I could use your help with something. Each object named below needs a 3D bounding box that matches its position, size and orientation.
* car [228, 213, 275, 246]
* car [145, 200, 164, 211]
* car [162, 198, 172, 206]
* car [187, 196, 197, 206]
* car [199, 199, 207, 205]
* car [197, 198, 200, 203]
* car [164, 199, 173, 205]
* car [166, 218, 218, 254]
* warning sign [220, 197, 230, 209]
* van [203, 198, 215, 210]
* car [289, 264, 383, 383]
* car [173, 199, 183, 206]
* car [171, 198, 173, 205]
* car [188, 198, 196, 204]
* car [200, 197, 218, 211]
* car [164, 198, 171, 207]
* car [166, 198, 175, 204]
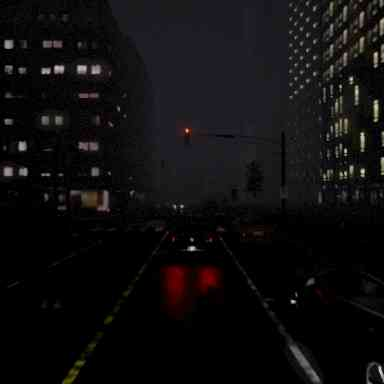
[{"bbox_3d":[2.694,1.685,15.921,1.752,1.417,4.829,0,-1,0],"label":"car"},{"bbox_3d":[-5.670,2.050,48.166,2.008,1.369,4.403,0,-1,0],"label":"car"},{"bbox_3d":[-5.658,2.256,75.799,1.967,1.590,4.097,0,-1,0],"label":"car"},{"bbox_3d":[0.037,2.018,74.889,2.150,2.045,5.566,0,-1,0],"label":"car"},{"bbox_3d":[2.725,2.426,81.320,1.887,1.381,4.507,0,-1,0],"label":"car"},{"bbox_3d":[2.719,2.066,70.269,2.192,1.841,5.009,0,-1,0],"label":"car"},{"bbox_3d":[-5.655,2.463,81.324,1.802,1.307,4.206,0,-1,0],"label":"car"},{"bbox_3d":[0.009,1.742,14.099,1.895,1.301,4.718,0,-1,0],"label":"car"},{"bbox_3d":[5.097,1.650,51.422,1.300,1.860,1.060,0,0,0],"label":"warning sign"},{"bbox_3d":[2.711,1.902,53.690,1.690,1.788,3.998,0,-1,0],"label":"van"},{"bbox_3d":[2.688,1.611,4.486,1.947,1.339,4.313,0,-1,0],"label":"car"},{"bbox_3d":[-2.966,2.291,73.661,1.837,1.490,4.892,0,-1,0],"label":"car"},{"bbox_3d":[-5.660,2.296,70.270,1.887,1.381,4.507,0,-1,0],"label":"car"},{"bbox_3d":[0.042,2.406,87.355,2.033,1.411,5.357,0,-1,0],"label":"car"},{"bbox_3d":[2.708,1.814,48.165,2.192,1.841,5.009,0,-1,0],"label":"car"},{"bbox_3d":[-5.663,2.237,64.745,2.008,1.369,4.403,0,-1,0],"label":"car"},{"bbox_3d":[-5.653,2.387,86.851,1.967,1.590,4.097,0,-1,0],"label":"car"}]
